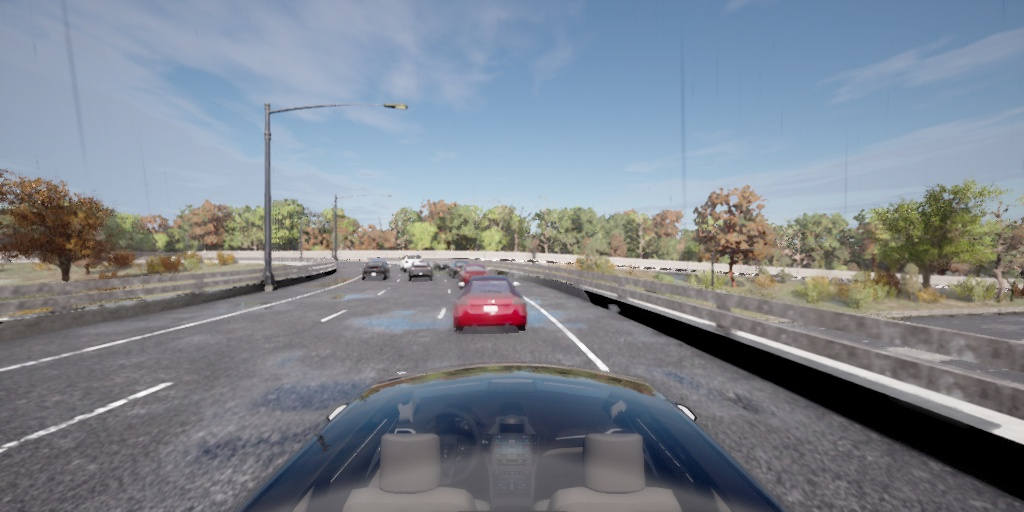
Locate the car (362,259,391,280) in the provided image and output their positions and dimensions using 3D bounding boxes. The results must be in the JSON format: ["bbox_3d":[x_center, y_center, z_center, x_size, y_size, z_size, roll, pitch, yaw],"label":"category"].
[{"bbox_3d":[-11.197,1.143,29.678,1.837,1.490,4.892,0,0,-16],"label":"car"}]

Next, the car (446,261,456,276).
[{"bbox_3d":[-4.492,1.147,31.536,1.812,1.442,4.674,0,0,-15],"label":"car"}]

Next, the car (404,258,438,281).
[{"bbox_3d":[-7.405,1.128,29.047,2.128,1.511,4.902,0,0,-15],"label":"car"}]

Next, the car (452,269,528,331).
[{"bbox_3d":[-0.689,1.273,10.924,1.994,1.385,4.181,0,0,-5],"label":"car"}]

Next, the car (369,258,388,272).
[{"bbox_3d":[-16.058,1.064,43.105,1.882,1.535,5.008,0,1,-23],"label":"car"}]

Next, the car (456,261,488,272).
[{"bbox_3d":[-2.373,1.185,22.382,1.812,1.442,4.674,0,0,-10],"label":"car"}]

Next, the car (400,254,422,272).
[{"bbox_3d":[-11.747,0.807,41.986,2.150,2.045,5.566,0,0,-22],"label":"car"}]

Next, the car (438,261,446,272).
[{"bbox_3d":[-8.052,1.180,42.096,1.895,1.301,4.718,0,0,-21],"label":"car"}]
